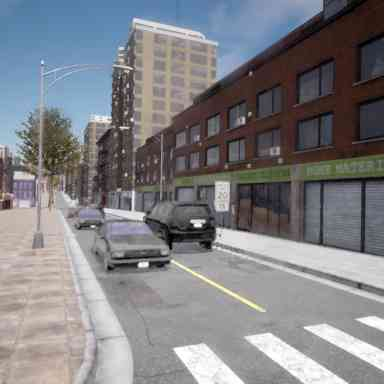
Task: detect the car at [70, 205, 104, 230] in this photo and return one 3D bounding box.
[{"bbox_3d":[-7.420,1.897,23.999,2.033,1.411,5.357,1,-2,-22],"label":"car"}]

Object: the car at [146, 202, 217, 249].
[{"bbox_3d":[-0.797,1.472,15.749,2.150,2.045,5.566,1,-1,-22],"label":"car"}]

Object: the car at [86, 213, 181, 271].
[{"bbox_3d":[-2.358,1.691,11.798,2.033,1.411,5.357,1,-1,-22],"label":"car"}]

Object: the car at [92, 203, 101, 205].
[{"bbox_3d":[-13.314,2.339,45.907,1.837,1.490,4.892,1,-1,-23],"label":"car"}]

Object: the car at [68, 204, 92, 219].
[{"bbox_3d":[-12.406,2.150,36.109,1.994,1.385,4.181,1,-2,-22],"label":"car"}]
